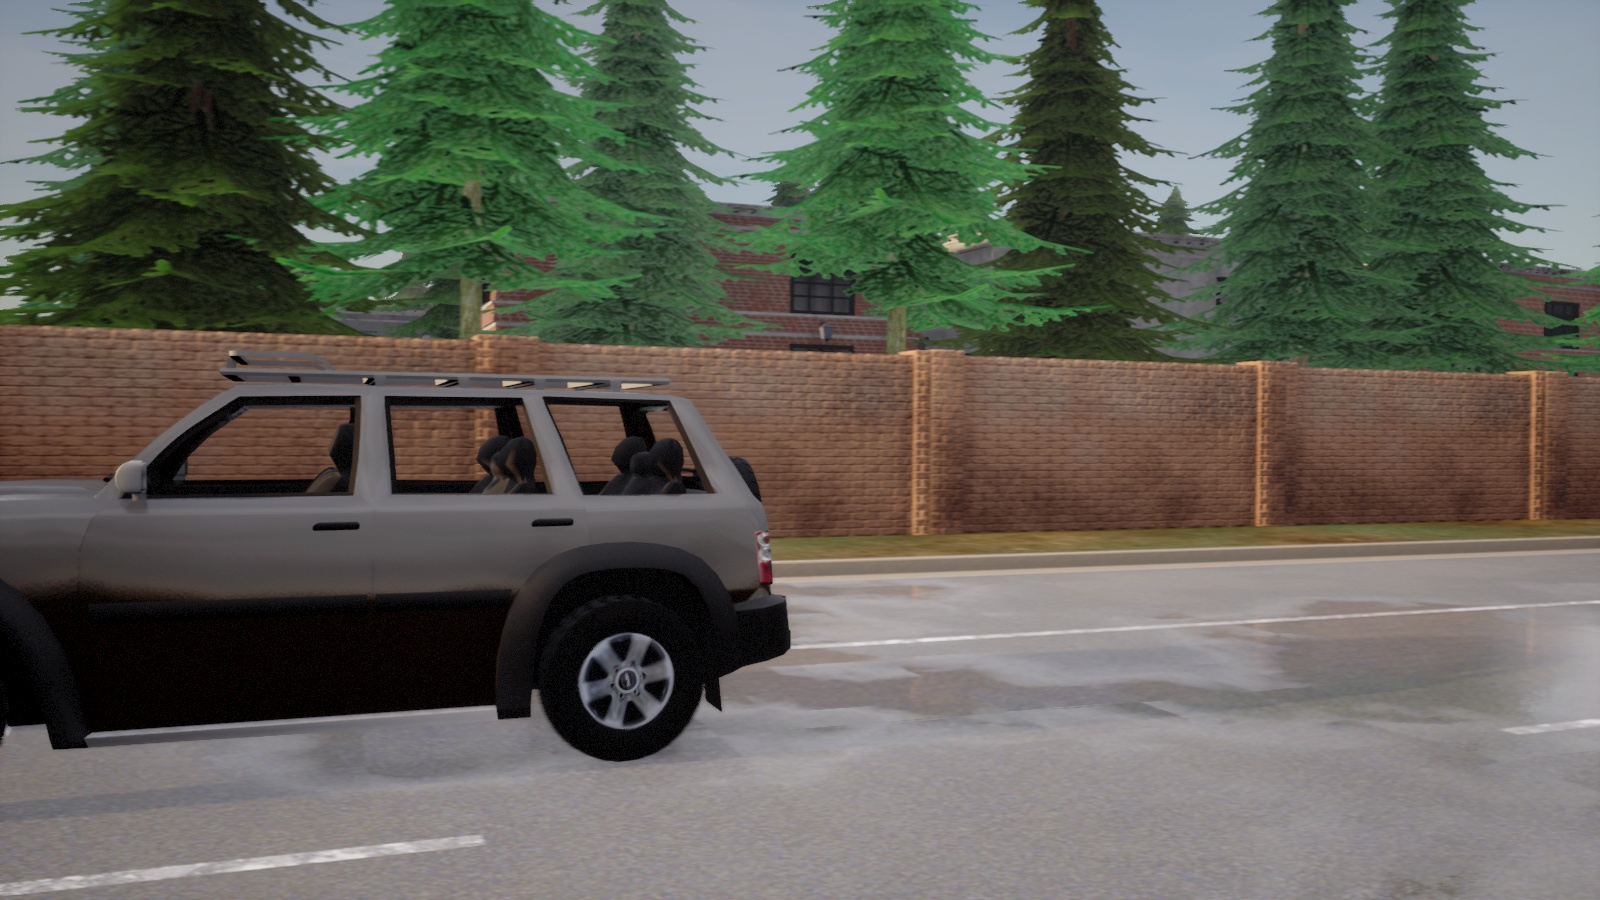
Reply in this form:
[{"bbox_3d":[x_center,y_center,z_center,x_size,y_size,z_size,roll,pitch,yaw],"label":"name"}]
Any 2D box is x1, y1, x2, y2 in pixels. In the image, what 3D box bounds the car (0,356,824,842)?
[{"bbox_3d":[-2.391,0.541,6.074,4.605,1.855,1.932,-1,1,-21],"label":"car"}]
